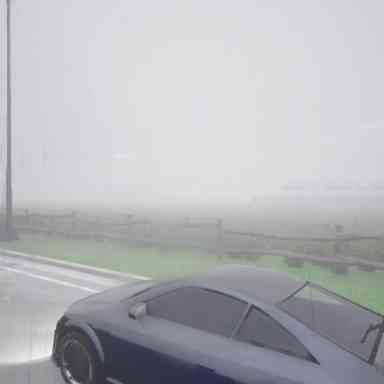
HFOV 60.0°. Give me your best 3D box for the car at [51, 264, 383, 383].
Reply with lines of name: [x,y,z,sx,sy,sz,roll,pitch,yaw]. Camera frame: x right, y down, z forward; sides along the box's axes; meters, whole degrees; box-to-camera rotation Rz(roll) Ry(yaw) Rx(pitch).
car: [0.291,1.570,3.786,4.181,1.385,1.994,0,0,35]
